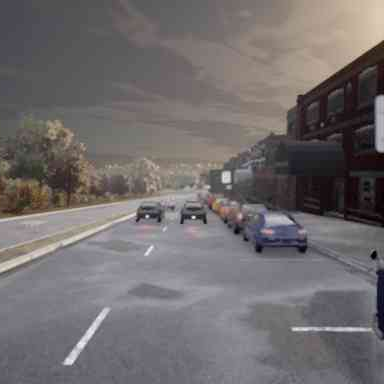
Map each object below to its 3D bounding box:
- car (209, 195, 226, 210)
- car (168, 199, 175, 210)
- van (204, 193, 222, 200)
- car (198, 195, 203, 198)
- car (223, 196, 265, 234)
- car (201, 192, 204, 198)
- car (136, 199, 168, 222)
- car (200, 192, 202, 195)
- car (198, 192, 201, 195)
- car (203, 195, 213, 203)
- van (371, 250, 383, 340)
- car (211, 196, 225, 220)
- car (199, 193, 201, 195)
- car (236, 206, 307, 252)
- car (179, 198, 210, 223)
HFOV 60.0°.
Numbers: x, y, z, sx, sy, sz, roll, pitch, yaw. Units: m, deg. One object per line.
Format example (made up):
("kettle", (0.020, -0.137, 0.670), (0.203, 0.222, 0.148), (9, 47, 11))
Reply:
("car", (3.238, 1.418, 35.792), (2.097, 1.535, 5.008), (0, 0, 0))
("car", (-3.135, 1.528, 42.272), (1.895, 1.301, 4.718), (0, 0, 0))
("van", (3.244, 1.164, 52.488), (1.878, 1.987, 4.442), (0, 0, 0))
("car", (0.115, 1.452, 42.480), (1.812, 1.442, 4.674), (0, 0, 0))
("car", (3.231, 1.321, 19.190), (2.185, 1.767, 4.553), (0, 0, 0))
("car", (3.246, 1.255, 57.866), (2.185, 1.767, 4.553), (0, 0, 0))
("car", (-3.141, 1.460, 25.837), (1.837, 1.490, 4.892), (0, 0, 0))
("car", (3.247, 1.245, 63.391), (2.185, 1.767, 4.553), (0, 0, 0))
("car", (3.254, 1.329, 85.583), (1.946, 1.575, 5.366), (0, 0, 0))
("car", (3.250, 1.401, 68.820), (2.002, 1.452, 4.674), (0, 0, 0))
("van", (3.226, 1.250, 2.637), (1.878, 1.987, 4.442), (0, 0, 0))
("car", (3.236, 1.429, 30.266), (2.231, 1.521, 4.892), (0, 0, 0))
("car", (3.251, 1.353, 74.341), (2.231, 1.521, 4.892), (0, 0, 0))
("car", (3.230, 1.497, 13.568), (2.002, 1.452, 4.674), (0, 0, 0))
("car", (0.109, 1.461, 24.968), (1.837, 1.490, 4.892), (0, 0, 0))
